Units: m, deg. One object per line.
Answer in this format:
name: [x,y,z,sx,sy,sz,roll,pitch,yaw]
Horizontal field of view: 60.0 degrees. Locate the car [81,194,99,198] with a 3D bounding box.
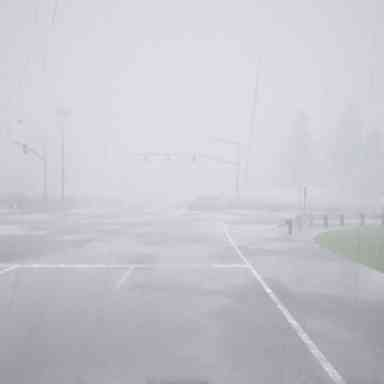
car: [-21.113,1.203,67.731,1.882,1.535,5.008,0,0,0]

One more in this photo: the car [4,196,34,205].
car: [-28.158,1.331,54.305,2.033,1.411,5.357,0,0,0]

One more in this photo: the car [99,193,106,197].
car: [-22.221,1.018,81.763,2.097,1.767,4.553,0,0,-10]

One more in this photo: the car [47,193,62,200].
car: [-32.348,1.032,78.482,2.097,1.767,4.553,0,0,-7]

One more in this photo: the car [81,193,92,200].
car: [-25.634,1.144,80.994,1.882,1.535,5.008,0,0,-10]

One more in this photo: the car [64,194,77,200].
car: [-28.978,1.172,79.657,1.837,1.490,4.892,0,0,-7]

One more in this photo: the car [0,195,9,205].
car: [-31.658,1.279,53.264,2.128,1.511,4.902,0,0,0]

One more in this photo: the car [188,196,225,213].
car: [1.449,1.222,35.237,2.097,1.767,4.553,0,0,-34]

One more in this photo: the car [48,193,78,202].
car: [-21.171,1.330,54.722,2.033,1.411,5.357,0,0,0]

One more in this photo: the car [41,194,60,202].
car: [-28.110,1.231,66.265,1.837,1.490,4.892,0,0,0]

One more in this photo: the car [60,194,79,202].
car: [-24.612,1.206,66.890,1.882,1.535,5.008,0,0,0]

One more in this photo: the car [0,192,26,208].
car: [-24.668,1.044,45.433,2.150,2.045,5.566,0,0,0]

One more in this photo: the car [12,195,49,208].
car: [-21.167,1.431,43.839,1.895,1.301,4.718,0,0,0]

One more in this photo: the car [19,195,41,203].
car: [-31.609,1.332,65.089,1.895,1.301,4.718,0,0,0]
